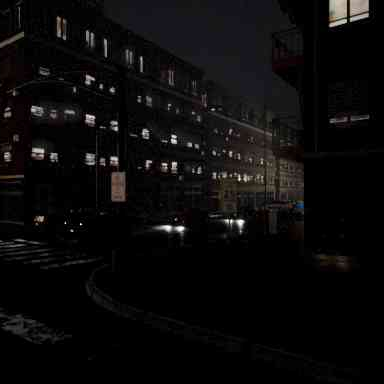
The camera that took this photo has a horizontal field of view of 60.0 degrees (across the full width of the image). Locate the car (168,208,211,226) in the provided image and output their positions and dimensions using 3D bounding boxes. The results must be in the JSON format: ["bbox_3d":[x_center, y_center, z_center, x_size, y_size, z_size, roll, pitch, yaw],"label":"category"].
[{"bbox_3d":[-0.150,2.013,27.759,1.994,1.385,4.181,0,-1,34],"label":"car"}]

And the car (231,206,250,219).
[{"bbox_3d":[5.563,2.196,35.935,1.994,1.385,4.181,0,-1,34],"label":"car"}]

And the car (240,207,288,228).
[{"bbox_3d":[5.739,2.048,26.146,1.802,1.307,4.206,-2,-2,35],"label":"car"}]

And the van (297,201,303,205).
[{"bbox_3d":[18.399,2.464,58.836,1.690,1.788,3.998,-1,-2,35],"label":"van"}]

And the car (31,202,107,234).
[{"bbox_3d":[-7.651,1.604,21.569,2.192,1.841,5.009,-1,-2,35],"label":"car"}]

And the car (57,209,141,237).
[{"bbox_3d":[-5.390,1.884,20.286,1.895,1.301,4.718,0,-1,36],"label":"car"}]

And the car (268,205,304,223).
[{"bbox_3d":[8.995,2.121,30.807,2.008,1.369,4.403,-2,-2,35],"label":"car"}]

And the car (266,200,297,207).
[{"bbox_3d":[11.739,2.050,44.680,2.150,2.045,5.566,0,-1,35],"label":"car"}]
